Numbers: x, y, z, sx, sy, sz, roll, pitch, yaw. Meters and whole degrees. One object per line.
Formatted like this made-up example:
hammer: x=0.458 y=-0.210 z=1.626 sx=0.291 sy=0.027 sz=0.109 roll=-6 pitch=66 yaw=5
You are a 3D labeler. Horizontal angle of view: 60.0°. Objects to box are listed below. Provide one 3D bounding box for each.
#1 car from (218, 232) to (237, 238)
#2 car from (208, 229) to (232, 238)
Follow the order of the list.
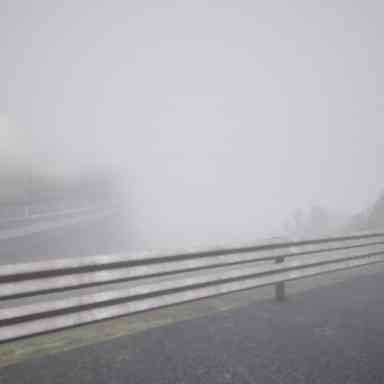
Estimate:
car: x=8.429 y=9.500 z=69.396 sx=5.357 sy=1.411 sz=2.033 roll=0 pitch=0 yaw=-17
car: x=6.375 y=9.474 z=76.088 sx=4.902 sy=1.511 sz=2.128 roll=0 pitch=0 yaw=-17
